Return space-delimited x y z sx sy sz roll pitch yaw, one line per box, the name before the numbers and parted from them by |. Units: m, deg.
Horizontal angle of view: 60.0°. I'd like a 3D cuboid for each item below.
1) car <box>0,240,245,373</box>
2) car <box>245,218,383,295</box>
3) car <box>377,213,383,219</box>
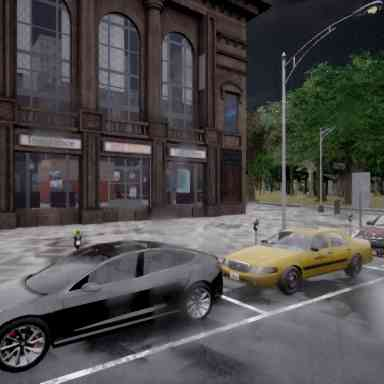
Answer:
car | -1.396 1.566 5.653 4.313 1.339 1.947 0 0 -36
car | 2.891 1.525 8.715 4.829 1.417 1.752 0 0 -36
car | 7.453 1.441 11.974 4.097 1.590 1.967 0 0 -36
